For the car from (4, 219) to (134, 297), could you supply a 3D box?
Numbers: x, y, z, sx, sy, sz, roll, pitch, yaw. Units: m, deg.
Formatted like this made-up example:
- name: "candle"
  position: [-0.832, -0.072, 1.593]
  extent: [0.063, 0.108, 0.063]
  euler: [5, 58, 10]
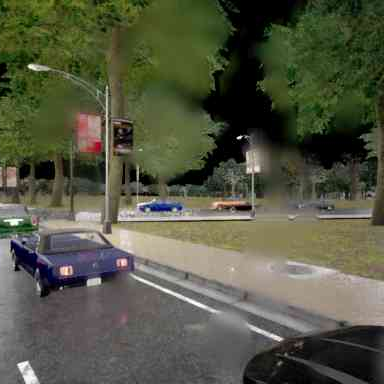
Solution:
- name: "car"
  position: [-3.410, 1.601, 8.749]
  extent: [1.895, 1.301, 4.718]
  euler: [0, 0, -38]

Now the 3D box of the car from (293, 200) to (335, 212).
- name: "car"
  position: [16.222, 1.744, 43.404]
  extent: [4.902, 1.511, 2.128]
  euler: [0, 0, -14]

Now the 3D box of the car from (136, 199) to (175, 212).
- name: "car"
  position: [-4.562, 1.657, 41.515]
  extent: [4.674, 1.442, 1.812]
  euler: [0, 0, -16]

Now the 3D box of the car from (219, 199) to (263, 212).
- name: "car"
  position: [6.168, 1.790, 40.878]
  extent: [4.718, 1.301, 1.895]
  euler: [0, 0, -14]

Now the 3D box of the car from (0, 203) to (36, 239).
- name: "car"
  position: [-8.876, 1.351, 15.885]
  extent: [2.097, 1.767, 4.553]
  euler: [0, 0, -37]

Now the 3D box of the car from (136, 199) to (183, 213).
- name: "car"
  position: [-3.594, 1.610, 38.415]
  extent: [5.008, 1.535, 1.882]
  euler: [0, 0, -13]

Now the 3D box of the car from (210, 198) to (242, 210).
- name: "car"
  position: [4.756, 1.537, 43.873]
  extent: [4.553, 1.767, 2.097]
  euler: [0, 0, -14]

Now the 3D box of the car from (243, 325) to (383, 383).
- name: "car"
  position: [2.337, 1.478, 1.256]
  extent: [1.882, 1.535, 5.008]
  euler: [0, 0, -37]

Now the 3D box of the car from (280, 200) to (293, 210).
- name: "car"
  position: [14.421, 1.810, 46.303]
  extent: [4.181, 1.385, 1.994]
  euler: [0, 0, -14]
